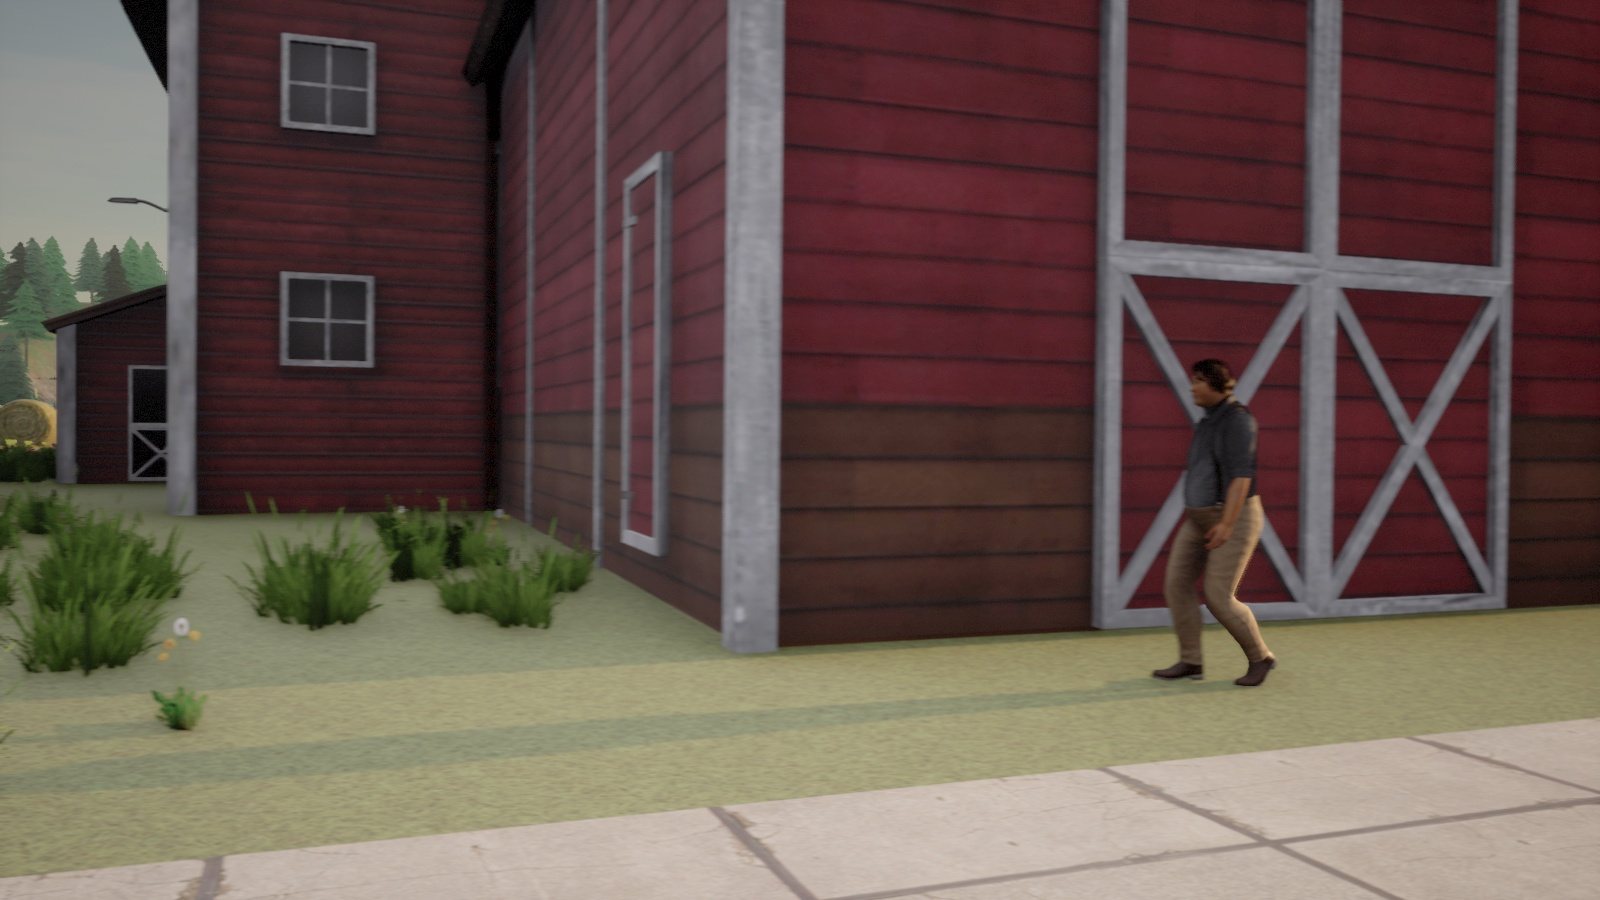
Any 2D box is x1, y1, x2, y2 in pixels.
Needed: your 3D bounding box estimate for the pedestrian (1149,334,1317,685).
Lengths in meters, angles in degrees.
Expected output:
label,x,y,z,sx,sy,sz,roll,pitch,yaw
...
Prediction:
label,x,y,z,sx,sy,sz,roll,pitch,yaw
pedestrian,2.376,0.309,6.932,0.694,1.848,0.540,-1,1,-9
